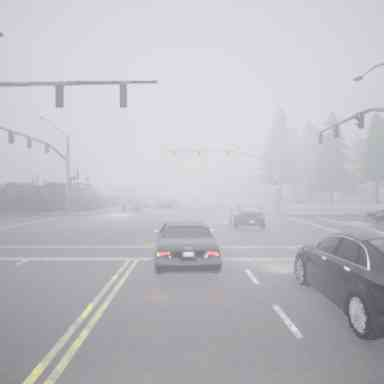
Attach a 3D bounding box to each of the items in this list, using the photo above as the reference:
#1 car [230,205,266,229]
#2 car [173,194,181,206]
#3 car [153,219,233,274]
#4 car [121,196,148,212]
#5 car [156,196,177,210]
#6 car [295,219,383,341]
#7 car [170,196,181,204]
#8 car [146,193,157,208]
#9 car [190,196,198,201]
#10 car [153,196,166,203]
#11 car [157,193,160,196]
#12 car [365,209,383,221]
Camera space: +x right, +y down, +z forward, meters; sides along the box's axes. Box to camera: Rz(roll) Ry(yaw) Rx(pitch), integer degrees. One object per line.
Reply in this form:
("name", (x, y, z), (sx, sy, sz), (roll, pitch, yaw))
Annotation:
("car", (3.502, 1.529, 21.382), (1.812, 1.442, 4.674), (0, 0, 1))
("car", (-3.256, 1.494, 53.308), (1.882, 1.535, 5.008), (0, 0, 1))
("car", (-0.227, 1.550, 10.526), (2.033, 1.411, 5.357), (0, 0, -3))
("car", (-6.958, 1.507, 39.073), (2.128, 1.511, 4.902), (0, 0, 3))
("car", (-3.341, 1.540, 44.082), (1.812, 1.442, 4.674), (0, 0, 0))
("car", (3.466, 1.504, 6.465), (1.837, 1.490, 4.892), (0, 0, 1))
("car", (-3.117, 1.545, 63.507), (1.812, 1.442, 4.674), (0, 0, 0))
("car", (-6.806, 1.370, 48.276), (2.097, 1.767, 4.553), (0, 0, 0))
("car", (0.497, 1.574, 80.994), (1.994, 1.385, 4.181), (0, 0, 0))
("car", (-6.585, 1.568, 68.461), (2.033, 1.411, 5.357), (0, 0, 0))
("car", (-6.696, 1.242, 57.920), (2.150, 2.045, 5.566), (0, 0, 1))
("car", (15.564, 1.542, 23.988), (5.357, 1.411, 2.033), (0, 0, 2))
